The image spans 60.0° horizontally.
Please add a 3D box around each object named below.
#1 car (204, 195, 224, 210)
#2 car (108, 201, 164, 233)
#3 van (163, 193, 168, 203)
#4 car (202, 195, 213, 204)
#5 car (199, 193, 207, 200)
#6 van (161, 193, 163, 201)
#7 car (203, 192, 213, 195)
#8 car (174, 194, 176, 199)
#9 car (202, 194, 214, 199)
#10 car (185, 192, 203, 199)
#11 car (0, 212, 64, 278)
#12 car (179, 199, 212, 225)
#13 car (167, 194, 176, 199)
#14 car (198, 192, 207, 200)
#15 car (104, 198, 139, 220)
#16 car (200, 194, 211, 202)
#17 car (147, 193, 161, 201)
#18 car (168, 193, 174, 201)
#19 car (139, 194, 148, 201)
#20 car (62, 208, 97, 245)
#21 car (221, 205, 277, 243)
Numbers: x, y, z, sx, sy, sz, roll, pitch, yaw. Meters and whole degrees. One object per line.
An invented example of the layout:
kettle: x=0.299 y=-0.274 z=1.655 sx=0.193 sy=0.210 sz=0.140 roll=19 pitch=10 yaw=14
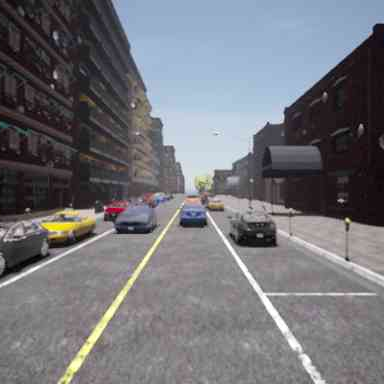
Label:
car: x=2.683 y=1.362 z=37.654 sx=1.752 sy=1.417 sz=4.829 roll=0 pitch=0 yaw=0
car: x=-3.074 y=1.459 z=19.372 sx=2.033 sy=1.411 sz=5.357 roll=0 pitch=0 yaw=0
van: x=-5.703 y=1.101 z=59.637 sx=1.690 sy=1.788 sz=3.998 roll=0 pitch=0 yaw=0
car: x=2.677 y=1.284 z=59.810 sx=1.752 sy=1.417 sz=4.829 roll=0 pitch=0 yaw=0
car: x=2.672 y=1.137 z=81.798 sx=1.967 sy=1.590 sz=4.097 roll=0 pitch=0 yaw=0
van: x=-5.700 y=1.137 z=48.560 sx=1.690 sy=1.788 sz=3.998 roll=0 pitch=0 yaw=0
car: x=2.679 y=1.093 z=54.100 sx=2.192 sy=1.841 sz=5.009 roll=0 pitch=0 yaw=0
car: x=-5.710 y=1.247 z=87.336 sx=1.947 sy=1.339 sz=4.313 roll=0 pitch=0 yaw=0
car: x=2.681 y=1.367 z=43.023 sx=2.008 sy=1.369 sz=4.403 roll=0 pitch=0 yaw=0
car: x=0.089 y=1.162 z=44.446 sx=2.097 sy=1.767 sz=4.553 roll=0 pitch=0 yaw=0
car: x=-5.691 y=1.505 z=9.785 sx=2.008 sy=1.369 sz=4.403 roll=0 pitch=0 yaw=0
car: x=0.094 y=1.442 z=23.331 sx=2.033 sy=1.411 sz=5.357 roll=0 pitch=0 yaw=0
car: x=-5.712 y=1.219 z=92.874 sx=2.008 sy=1.369 sz=4.403 roll=0 pitch=0 yaw=0
car: x=2.670 y=0.996 z=87.338 sx=2.192 sy=1.841 sz=5.009 roll=0 pitch=0 yaw=0
car: x=-5.695 y=1.427 z=26.403 sx=1.887 sy=1.381 sz=4.507 roll=0 pitch=0 yaw=0
car: x=2.676 y=1.183 z=65.179 sx=1.967 sy=1.590 sz=4.097 roll=0 pitch=0 yaw=0
car: x=-5.699 y=1.131 z=43.020 sx=2.192 sy=1.841 sz=5.009 roll=0 pitch=0 yaw=0
car: x=-5.706 y=1.043 z=70.716 sx=2.192 sy=1.841 sz=5.009 roll=0 pitch=0 yaw=0
car: x=-5.696 y=1.300 z=31.941 sx=1.967 sy=1.590 sz=4.097 roll=0 pitch=0 yaw=0
car: x=-5.692 y=1.455 z=15.154 sx=1.752 sy=1.417 sz=4.829 roll=0 pitch=0 yaw=0
car: x=2.689 y=1.480 z=15.327 sx=2.008 sy=1.369 sz=4.403 roll=0 pitch=0 yaw=0
